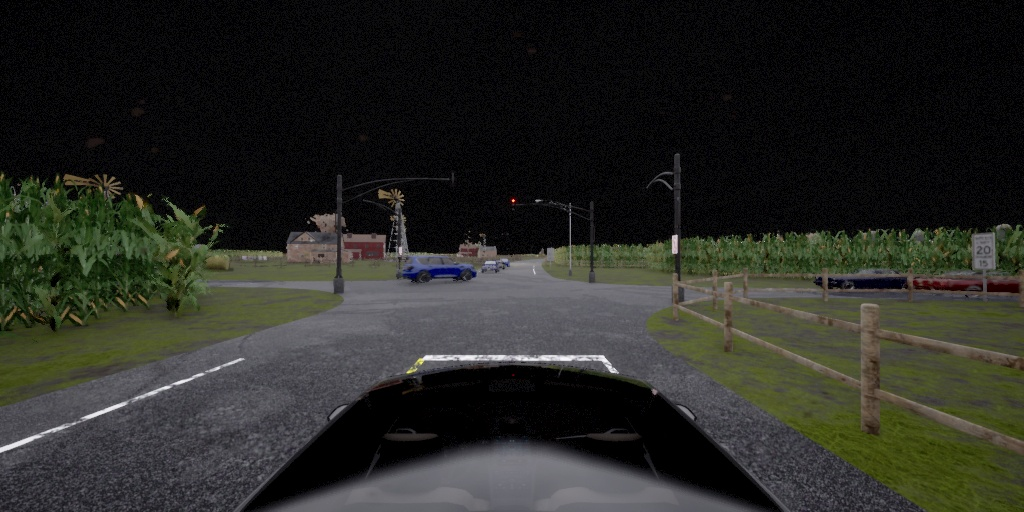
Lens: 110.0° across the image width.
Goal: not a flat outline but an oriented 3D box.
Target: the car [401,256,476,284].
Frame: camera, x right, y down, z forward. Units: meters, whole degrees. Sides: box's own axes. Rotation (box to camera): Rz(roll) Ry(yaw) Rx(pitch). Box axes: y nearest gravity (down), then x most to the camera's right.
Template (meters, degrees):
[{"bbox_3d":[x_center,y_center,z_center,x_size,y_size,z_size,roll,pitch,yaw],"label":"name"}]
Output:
[{"bbox_3d":[-5.491,0.984,27.130,5.566,2.045,2.150,-1,1,-31],"label":"car"}]

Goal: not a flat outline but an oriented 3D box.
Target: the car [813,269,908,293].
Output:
[{"bbox_3d":[20.381,1.401,20.565,4.718,1.301,1.895,0,-1,9],"label":"car"}]

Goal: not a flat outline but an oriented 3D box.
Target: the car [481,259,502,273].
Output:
[{"bbox_3d":[-2.595,1.271,43.898,1.812,1.442,4.674,0,0,3],"label":"car"}]

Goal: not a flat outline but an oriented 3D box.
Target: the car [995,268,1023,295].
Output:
[{"bbox_3d":[29.349,1.377,19.016,4.181,1.385,1.994,0,-1,10],"label":"car"}]

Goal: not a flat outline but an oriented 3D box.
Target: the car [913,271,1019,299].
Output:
[{"bbox_3d":[22.835,1.367,17.190,4.718,1.301,1.895,0,-1,10],"label":"car"}]

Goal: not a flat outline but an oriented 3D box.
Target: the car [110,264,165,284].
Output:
[{"bbox_3d":[-26.061,1.208,25.567,4.892,1.490,1.837,0,-1,10],"label":"car"}]

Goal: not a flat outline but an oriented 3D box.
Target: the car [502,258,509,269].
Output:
[{"bbox_3d":[-2.066,1.303,53.904,1.994,1.385,4.181,0,0,5],"label":"car"}]
